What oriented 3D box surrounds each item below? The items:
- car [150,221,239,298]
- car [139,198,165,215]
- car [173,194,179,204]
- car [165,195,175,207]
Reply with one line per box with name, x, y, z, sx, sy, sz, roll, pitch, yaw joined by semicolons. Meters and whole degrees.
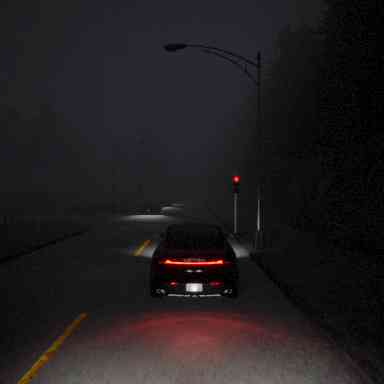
car;0.061;1.505;8.523;1.837;1.490;4.892;0;0;0
car;-4.090;1.564;33.275;1.994;1.385;4.181;0;0;0
car;-4.028;1.477;64.492;1.882;1.535;5.008;0;0;0
car;-4.079;1.564;50.145;1.994;1.385;4.181;0;0;0
